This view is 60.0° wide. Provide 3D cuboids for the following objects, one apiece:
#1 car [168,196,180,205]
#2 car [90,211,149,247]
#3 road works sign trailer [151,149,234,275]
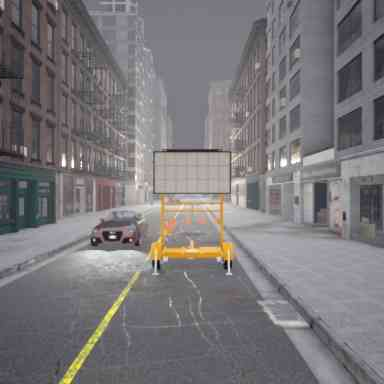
[{"bbox_3d":[-3.069,1.444,57.285,1.882,1.535,5.008,0,0,0],"label":"car"},{"bbox_3d":[-3.096,1.560,14.921,1.994,1.385,4.181,0,0,0],"label":"car"},{"bbox_3d":[0.009,0.462,10.413,2.380,3.560,2.880,0,0,0],"label":"road works sign trailer"}]
